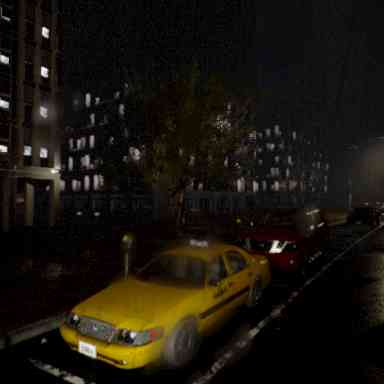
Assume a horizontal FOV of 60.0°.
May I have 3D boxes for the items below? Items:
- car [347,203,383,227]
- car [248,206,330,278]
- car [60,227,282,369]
[{"bbox_3d":[12.980,1.786,25.094,1.947,1.339,4.313,0,0,36],"label":"car"},{"bbox_3d":[3.162,1.432,10.996,2.192,1.841,5.009,0,0,33],"label":"car"},{"bbox_3d":[0.005,1.605,6.086,1.752,1.417,4.829,0,0,32],"label":"car"}]
